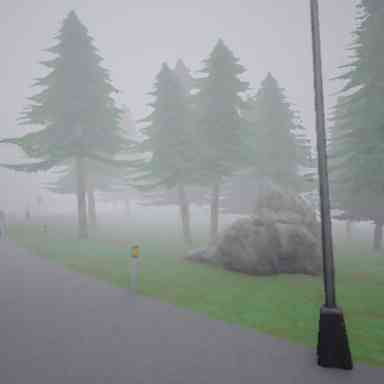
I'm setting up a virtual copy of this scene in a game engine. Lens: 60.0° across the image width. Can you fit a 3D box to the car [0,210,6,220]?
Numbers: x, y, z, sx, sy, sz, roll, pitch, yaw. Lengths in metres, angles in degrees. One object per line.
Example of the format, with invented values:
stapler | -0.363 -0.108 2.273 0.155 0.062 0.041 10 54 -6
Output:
car | -21.780 2.403 35.790 2.128 1.511 4.902 -3 -2 -9
